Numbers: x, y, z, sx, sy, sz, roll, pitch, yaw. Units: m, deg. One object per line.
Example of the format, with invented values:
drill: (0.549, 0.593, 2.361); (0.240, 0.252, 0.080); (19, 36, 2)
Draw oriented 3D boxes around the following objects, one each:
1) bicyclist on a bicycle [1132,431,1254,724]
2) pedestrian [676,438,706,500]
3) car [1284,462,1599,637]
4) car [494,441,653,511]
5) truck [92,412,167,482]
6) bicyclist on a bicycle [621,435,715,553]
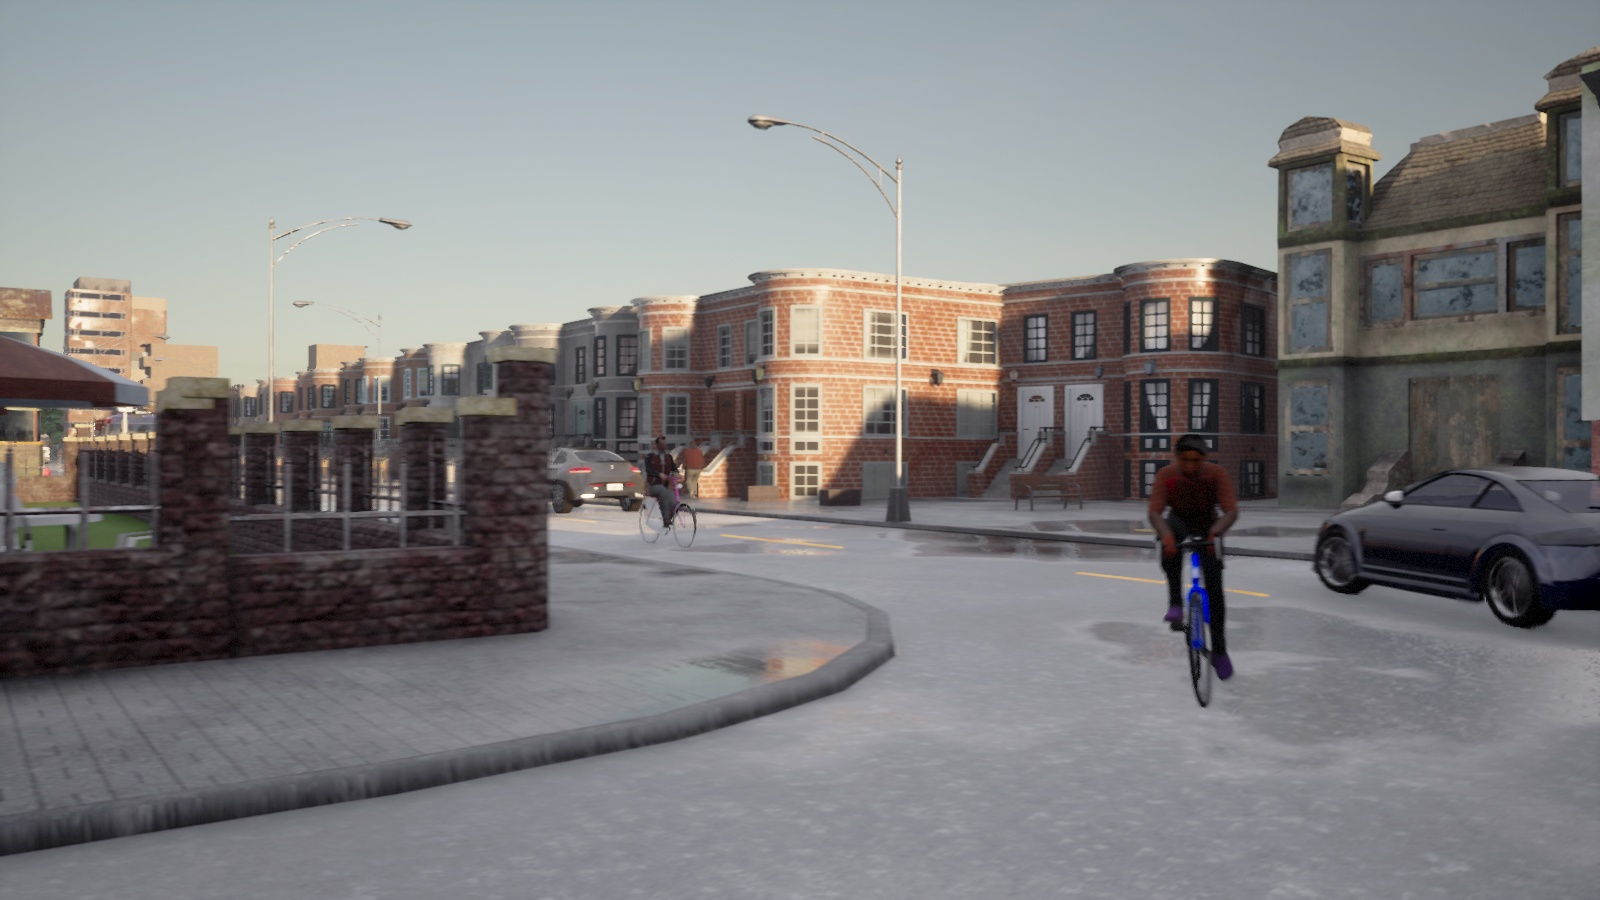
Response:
bicyclist on a bicycle: (2.450, 0.713, 7.815); (0.582, 1.620, 1.656); (-3, -1, 18)
pedestrian: (-3.267, 0.554, 37.709); (0.634, 1.844, 0.899); (0, 0, -23)
car: (6.801, 0.826, 12.396); (1.994, 1.385, 4.181); (0, 0, -8)
car: (-5.934, 0.615, 32.361); (2.152, 1.651, 5.027); (0, 0, -35)
truck: (-39.091, -0.158, 73.023); (2.891, 3.827, 8.468); (0, 0, -35)
bicyclist on a bicycle: (-2.112, 0.669, 19.881); (0.659, 1.776, 1.843); (0, 0, -35)
